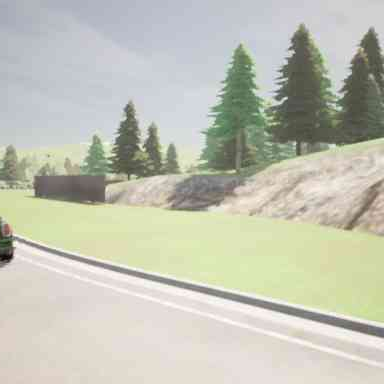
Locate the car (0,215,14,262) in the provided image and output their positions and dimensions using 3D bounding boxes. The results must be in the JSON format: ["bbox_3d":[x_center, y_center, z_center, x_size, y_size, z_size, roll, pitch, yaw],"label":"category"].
[{"bbox_3d":[-7.073,1.021,9.835,4.553,1.767,2.097,2,1,43],"label":"car"}]
